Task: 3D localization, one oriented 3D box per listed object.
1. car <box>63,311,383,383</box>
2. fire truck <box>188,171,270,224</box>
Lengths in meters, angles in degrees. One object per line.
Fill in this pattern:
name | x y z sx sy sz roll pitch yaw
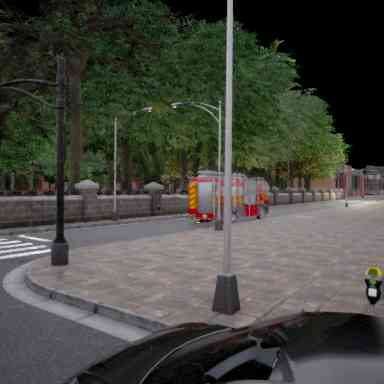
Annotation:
car | 0.897 1.566 2.157 4.313 1.339 1.947 0 1 35
fire truck | 3.267 0.415 26.607 2.891 3.827 8.468 1 0 36
